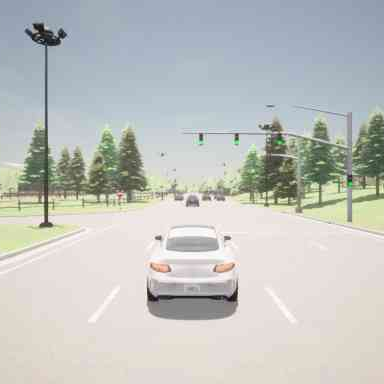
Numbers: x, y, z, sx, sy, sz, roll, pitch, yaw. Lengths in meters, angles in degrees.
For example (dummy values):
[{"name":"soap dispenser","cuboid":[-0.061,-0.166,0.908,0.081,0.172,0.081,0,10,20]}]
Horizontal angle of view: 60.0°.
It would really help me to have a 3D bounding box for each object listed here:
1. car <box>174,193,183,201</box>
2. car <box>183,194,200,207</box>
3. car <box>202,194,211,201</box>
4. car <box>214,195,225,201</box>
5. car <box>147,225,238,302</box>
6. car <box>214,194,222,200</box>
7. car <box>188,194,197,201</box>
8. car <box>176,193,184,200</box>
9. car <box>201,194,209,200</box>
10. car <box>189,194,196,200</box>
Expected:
[{"name":"car","cuboid":[-3.346,1.544,83.071,1.994,1.385,4.181,0,0,0]},{"name":"car","cuboid":[0.097,1.352,52.038,2.097,1.767,4.553,0,0,0]},{"name":"car","cuboid":[3.654,1.348,83.061,2.097,1.767,4.553,0,0,0]},{"name":"car","cuboid":[7.154,1.517,82.668,2.128,1.511,4.902,0,0,0]},{"name":"car","cuboid":[0.022,1.526,8.165,1.812,1.442,4.674,0,0,0]},{"name":"car","cuboid":[7.173,1.385,93.088,1.994,1.385,4.181,0,0,0]},{"name":"car","cuboid":[0.154,1.348,83.067,2.097,1.767,4.553,0,0,0]},{"name":"car","cuboid":[-3.327,1.187,93.077,2.097,1.767,4.553,0,0,0]},{"name":"car","cuboid":[3.673,1.372,93.094,2.033,1.411,5.357,0,0,0]},{"name":"car","cuboid":[0.173,1.332,93.101,1.837,1.490,4.892,0,0,0]}]
